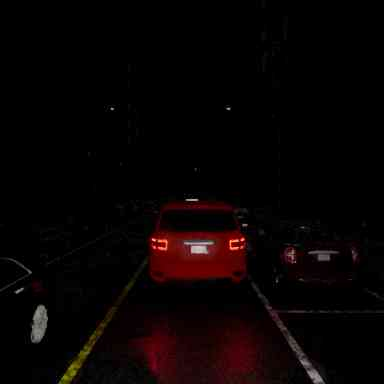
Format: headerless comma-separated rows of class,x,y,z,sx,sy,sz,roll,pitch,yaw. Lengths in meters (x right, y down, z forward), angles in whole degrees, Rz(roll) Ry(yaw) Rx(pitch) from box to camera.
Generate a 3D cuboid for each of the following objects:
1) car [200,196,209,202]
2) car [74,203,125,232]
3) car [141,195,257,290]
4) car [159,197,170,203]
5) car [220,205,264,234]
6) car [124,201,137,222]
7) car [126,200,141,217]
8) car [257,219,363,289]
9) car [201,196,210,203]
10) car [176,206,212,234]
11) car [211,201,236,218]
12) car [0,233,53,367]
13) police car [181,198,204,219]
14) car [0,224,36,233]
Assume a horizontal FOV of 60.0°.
car,2.931,1.617,79.046,2.008,1.369,4.403,0,0,0
car,-5.666,1.567,20.138,1.947,1.339,4.313,0,0,0
car,0.106,1.221,9.216,2.150,2.045,5.566,0,0,-1
car,-5.617,1.626,68.244,1.802,1.307,4.206,0,0,0
car,2.859,1.552,20.135,2.008,1.369,4.403,0,0,0
car,-5.665,1.584,25.639,1.802,1.307,4.206,0,0,0
car,-5.663,1.443,31.141,1.967,1.590,4.097,0,0,0
car,2.856,1.440,9.132,1.967,1.590,4.097,0,0,0
car,2.919,1.580,73.807,1.752,1.417,4.829,0,0,0
car,0.104,1.602,19.986,1.895,1.301,4.718,0,0,0
car,2.863,1.569,31.138,1.947,1.339,4.313,0,0,0
car,-3.102,1.505,3.408,1.837,1.490,4.892,0,0,0
police car,0.008,1.428,30.250,1.930,1.638,5.238,0,0,0
car,-5.669,1.582,9.135,1.802,1.307,4.206,0,0,0
